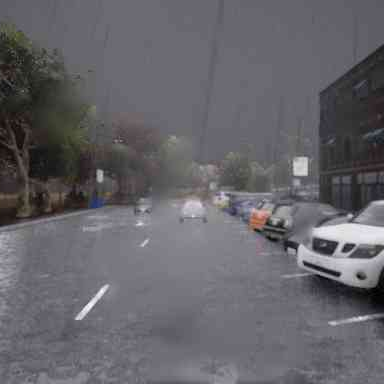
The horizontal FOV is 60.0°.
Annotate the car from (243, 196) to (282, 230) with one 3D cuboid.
[{"bbox_3d":[5.323,1.251,17.076,4.553,1.767,2.185,1,0,-20],"label":"car"}]

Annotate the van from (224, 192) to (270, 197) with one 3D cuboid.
[{"bbox_3d":[5.467,1.090,29.141,4.442,1.987,1.878,1,0,-20],"label":"van"}]

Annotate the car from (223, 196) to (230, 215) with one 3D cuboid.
[{"bbox_3d":[5.350,1.329,26.097,5.008,1.535,2.097,1,0,-20],"label":"car"}]

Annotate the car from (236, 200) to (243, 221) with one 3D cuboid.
[{"bbox_3d":[5.357,1.401,20.086,4.674,1.452,2.002,1,1,-20],"label":"car"}]

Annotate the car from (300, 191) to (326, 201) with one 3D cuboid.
[{"bbox_3d":[26.956,0.852,74.333,2.435,2.045,5.566,1,-1,-22],"label":"car"}]

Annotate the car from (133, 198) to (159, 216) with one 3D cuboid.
[{"bbox_3d":[-4.165,1.313,30.703,2.128,1.511,4.902,0,0,0],"label":"car"}]

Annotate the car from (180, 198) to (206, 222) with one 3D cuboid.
[{"bbox_3d":[0.085,1.379,24.445,1.812,1.442,4.674,0,0,0],"label":"car"}]

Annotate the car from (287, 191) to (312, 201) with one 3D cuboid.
[{"bbox_3d":[23.895,0.852,74.292,2.435,2.045,5.566,0,0,-21],"label":"car"}]

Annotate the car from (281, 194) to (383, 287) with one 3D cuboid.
[{"bbox_3d":[5.319,1.178,8.060,5.566,2.045,2.435,1,1,-20],"label":"car"}]

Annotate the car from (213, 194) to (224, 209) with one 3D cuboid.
[{"bbox_3d":[5.171,1.279,35.041,5.366,1.575,1.946,1,1,-20],"label":"car"}]

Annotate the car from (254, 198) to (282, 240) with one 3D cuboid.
[{"bbox_3d":[5.319,1.268,14.075,4.553,1.767,2.185,1,0,-20],"label":"car"}]

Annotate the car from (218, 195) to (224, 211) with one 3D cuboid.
[{"bbox_3d":[5.357,1.339,32.100,4.674,1.452,2.002,1,1,-20],"label":"car"}]

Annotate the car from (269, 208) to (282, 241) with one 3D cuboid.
[{"bbox_3d":[5.321,1.441,11.062,4.792,1.488,2.163,1,1,-20],"label":"car"}]

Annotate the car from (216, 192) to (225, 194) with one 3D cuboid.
[{"bbox_3d":[5.352,1.003,41.133,5.566,2.045,2.435,1,0,-20],"label":"car"}]

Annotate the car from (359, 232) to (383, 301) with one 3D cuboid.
[{"bbox_3d":[5.308,1.479,5.061,4.792,1.488,2.163,1,1,-20],"label":"car"}]

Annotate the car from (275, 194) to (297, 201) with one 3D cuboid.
[{"bbox_3d":[20.872,1.132,74.207,2.163,1.488,4.792,0,0,-21],"label":"car"}]

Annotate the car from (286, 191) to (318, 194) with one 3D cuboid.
[{"bbox_3d":[18.296,0.931,57.142,2.435,2.045,5.566,0,1,-21],"label":"car"}]

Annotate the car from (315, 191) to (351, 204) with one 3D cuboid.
[{"bbox_3d":[24.177,0.932,57.345,2.435,2.045,5.566,-1,1,-22],"label":"car"}]

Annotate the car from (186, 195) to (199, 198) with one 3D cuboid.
[{"bbox_3d":[0.046,1.121,40.988,2.097,1.767,4.553,0,0,0],"label":"car"}]

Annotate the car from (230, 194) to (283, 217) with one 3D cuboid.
[{"bbox_3d":[5.392,1.220,23.093,4.553,1.767,2.185,1,1,-20],"label":"car"}]
